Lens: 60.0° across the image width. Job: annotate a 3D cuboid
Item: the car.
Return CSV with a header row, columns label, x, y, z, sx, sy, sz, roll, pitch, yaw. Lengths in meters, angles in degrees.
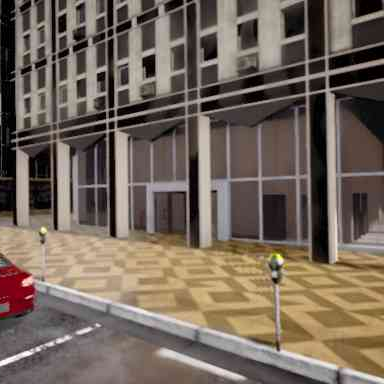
label,x,y,z,sx,sy,sz,roll,pitch,yaw
car,-4.515,1.572,6.126,4.206,1.307,1.802,0,-1,36
